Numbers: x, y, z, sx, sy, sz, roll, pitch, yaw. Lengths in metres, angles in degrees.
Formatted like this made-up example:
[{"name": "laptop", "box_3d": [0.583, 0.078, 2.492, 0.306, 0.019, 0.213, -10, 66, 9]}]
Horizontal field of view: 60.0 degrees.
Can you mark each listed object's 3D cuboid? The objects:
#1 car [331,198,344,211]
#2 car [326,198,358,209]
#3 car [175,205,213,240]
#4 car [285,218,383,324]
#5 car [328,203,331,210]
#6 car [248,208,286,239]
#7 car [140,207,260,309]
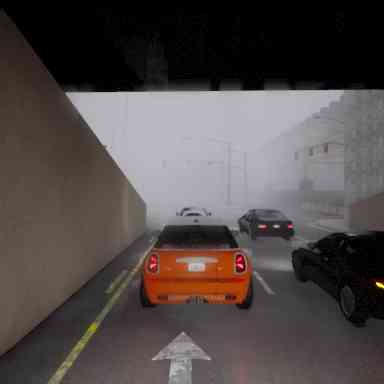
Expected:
[{"name": "car", "box_3d": [17.431, 1.453, 34.230, 2.038, 1.542, 4.974, 0, 0, -35]}, {"name": "car", "box_3d": [17.572, 1.295, 38.874, 1.853, 1.218, 4.536, 0, 0, 45]}, {"name": "car", "box_3d": [0.092, 1.525, 17.990, 1.812, 1.442, 4.674, 0, 0, 0]}, {"name": "car", "box_3d": [3.586, 1.526, 7.006, 1.812, 1.442, 4.674, 0, 0, 0]}, {"name": "car", "box_3d": [17.535, 1.453, 38.837, 2.038, 1.542, 4.974, 0, 0, 45]}, {"name": "car", "box_3d": [3.617, 1.548, 17.067, 2.033, 1.411, 5.357, 0, 0, -2]}, {"name": "car", "box_3d": [0.088, 1.352, 8.044, 2.097, 1.767, 4.553, 0, 0, 0]}]
